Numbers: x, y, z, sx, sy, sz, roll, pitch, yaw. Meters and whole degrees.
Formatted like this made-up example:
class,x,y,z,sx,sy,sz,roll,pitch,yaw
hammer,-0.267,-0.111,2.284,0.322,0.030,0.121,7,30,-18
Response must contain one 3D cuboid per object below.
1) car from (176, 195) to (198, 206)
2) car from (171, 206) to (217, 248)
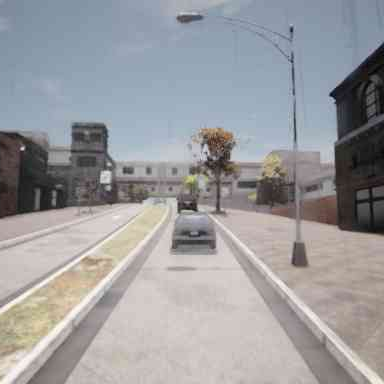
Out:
class,x,y,z,sx,sy,sz,roll,pitch,yaw
car,-0.573,1.322,36.811,2.150,2.045,5.566,0,0,-3
car,0.058,1.591,14.902,2.033,1.411,5.357,0,0,-1
